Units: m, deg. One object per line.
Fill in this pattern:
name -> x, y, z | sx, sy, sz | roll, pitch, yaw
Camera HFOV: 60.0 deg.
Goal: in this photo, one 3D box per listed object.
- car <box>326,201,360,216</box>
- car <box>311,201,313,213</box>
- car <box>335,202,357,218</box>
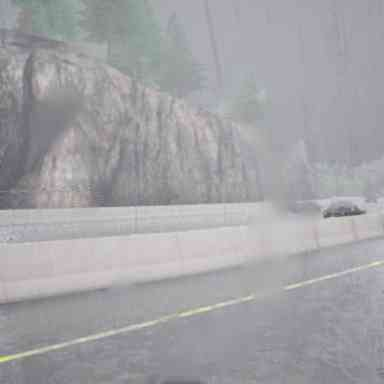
car -> 16.924, 1.776, 37.246 | 1.882, 1.535, 5.008 | -1, -1, 44
car -> 13.410, 1.837, 38.641 | 1.837, 1.490, 4.892 | -1, -1, 44
car -> 13.173, 1.830, 28.633 | 4.718, 1.301, 1.895 | 0, -1, -43
